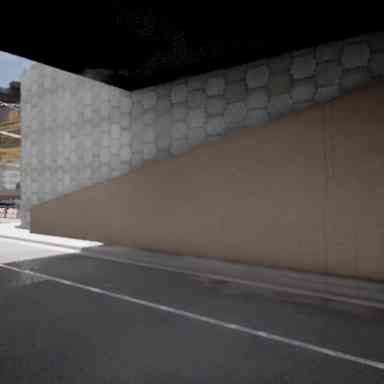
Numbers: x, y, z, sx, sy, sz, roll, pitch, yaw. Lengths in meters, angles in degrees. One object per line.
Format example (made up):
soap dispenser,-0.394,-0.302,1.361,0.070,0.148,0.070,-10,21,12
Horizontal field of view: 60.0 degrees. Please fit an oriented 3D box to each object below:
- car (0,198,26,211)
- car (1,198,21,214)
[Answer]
car,-19.014,1.274,34.708,1.853,1.218,4.536,0,0,-10
car,-15.262,1.277,31.897,4.536,1.218,1.853,0,0,0
